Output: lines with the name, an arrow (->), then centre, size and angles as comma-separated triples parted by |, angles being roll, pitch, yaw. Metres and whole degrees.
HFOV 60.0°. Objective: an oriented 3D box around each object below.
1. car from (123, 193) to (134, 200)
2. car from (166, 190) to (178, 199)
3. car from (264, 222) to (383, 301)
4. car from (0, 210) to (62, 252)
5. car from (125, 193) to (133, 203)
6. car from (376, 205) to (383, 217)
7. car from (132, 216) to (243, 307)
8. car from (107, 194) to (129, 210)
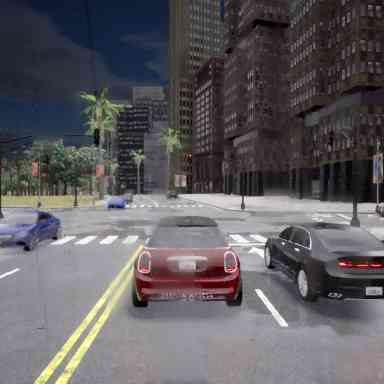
car -> -13.815, 0.943, 72.517 | 2.128, 1.511, 4.902 | 0, 1, -10
car -> -4.685, 0.607, 76.581 | 2.150, 2.045, 5.566 | 0, 1, -12
car -> 3.159, 1.504, 8.302 | 1.837, 1.490, 4.892 | 0, 0, -1
car -> -6.977, 1.526, 14.030 | 1.812, 1.442, 4.674 | 0, 0, -3
car -> -11.269, 1.177, 57.306 | 1.994, 1.385, 4.181 | 0, 1, -9
car -> 17.459, 1.294, 26.845 | 4.553, 1.767, 2.097 | 0, 0, 13
car -> -0.130, 1.352, 8.146 | 2.097, 1.767, 4.553 | 0, 0, -1
car -> -9.013, 1.327, 40.088 | 1.882, 1.535, 5.008 | 0, 1, -6
